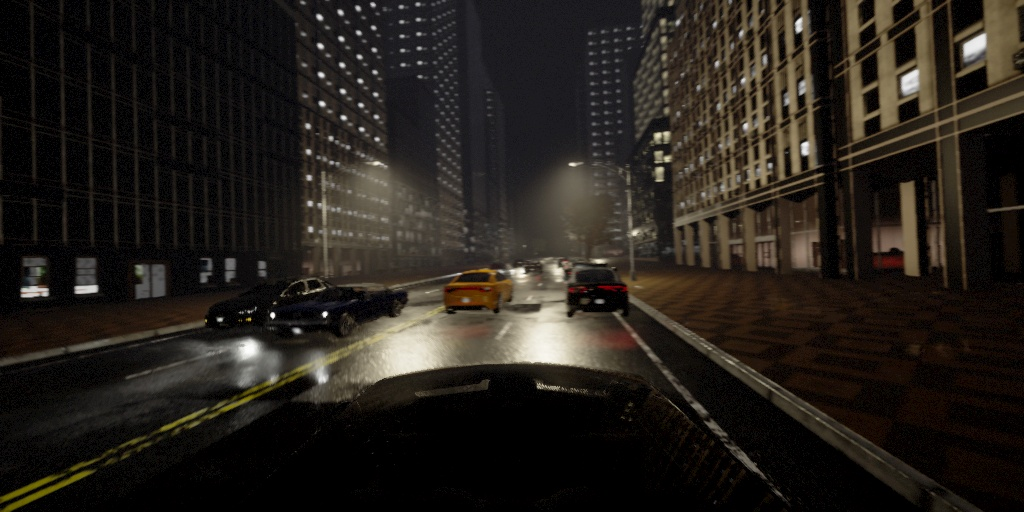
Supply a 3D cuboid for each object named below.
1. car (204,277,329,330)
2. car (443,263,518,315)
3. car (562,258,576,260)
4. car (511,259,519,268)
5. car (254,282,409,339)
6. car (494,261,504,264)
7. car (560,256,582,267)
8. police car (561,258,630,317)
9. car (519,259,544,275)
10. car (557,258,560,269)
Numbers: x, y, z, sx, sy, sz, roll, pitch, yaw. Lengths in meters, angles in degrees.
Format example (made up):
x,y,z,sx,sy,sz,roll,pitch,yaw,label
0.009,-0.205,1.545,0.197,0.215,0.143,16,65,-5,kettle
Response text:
x,y,z,sx,sy,sz,roll,pitch,yaw,label
-8.086,1.569,12.746,1.837,1.490,4.892,-2,0,8,car
-1.138,1.269,14.037,1.882,1.535,5.008,-2,0,8,car
4.249,1.083,22.463,1.837,1.490,4.892,-2,0,8,car
1.125,1.197,53.284,1.837,1.490,4.892,-2,0,9,car
-5.040,1.546,11.107,1.895,1.301,4.718,-2,0,8,car
-2.127,1.422,53.435,1.895,1.301,4.718,-2,0,9,car
5.100,0.894,28.371,2.097,1.767,4.553,-2,0,8,car
2.827,1.061,12.673,1.930,1.638,5.238,-2,0,8,police car
2.351,1.140,38.089,2.128,1.511,4.902,-2,0,8,car
7.010,0.956,48.228,2.128,1.511,4.902,-2,0,9,car
